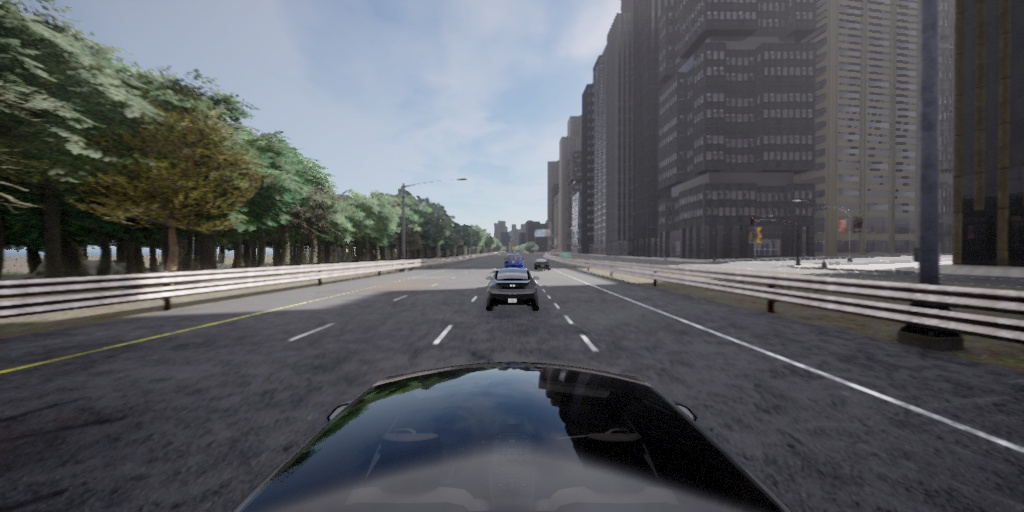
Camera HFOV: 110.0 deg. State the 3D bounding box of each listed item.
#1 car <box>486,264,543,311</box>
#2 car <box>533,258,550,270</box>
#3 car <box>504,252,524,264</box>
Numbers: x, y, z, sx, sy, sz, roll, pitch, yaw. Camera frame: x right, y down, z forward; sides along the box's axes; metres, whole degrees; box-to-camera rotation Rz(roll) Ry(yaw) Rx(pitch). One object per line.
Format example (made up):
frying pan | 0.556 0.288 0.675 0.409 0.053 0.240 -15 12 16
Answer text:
car | 0.024 1.234 14.387 1.837 1.490 4.892 0 0 0
car | 3.840 1.049 47.250 1.882 1.535 5.008 0 0 1
car | 0.197 0.816 42.944 2.150 2.045 5.566 0 0 1
